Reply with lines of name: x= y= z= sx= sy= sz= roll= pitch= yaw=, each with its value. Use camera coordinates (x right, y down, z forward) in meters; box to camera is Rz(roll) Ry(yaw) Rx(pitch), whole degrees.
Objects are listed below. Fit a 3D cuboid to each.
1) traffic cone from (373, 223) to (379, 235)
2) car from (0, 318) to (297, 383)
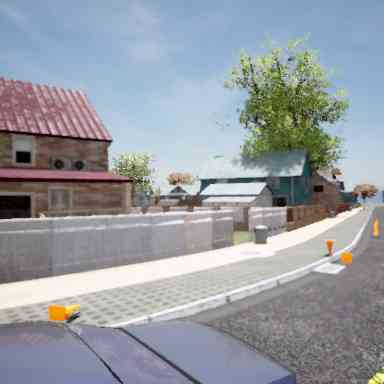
traffic cone: x=11.468 y=2.385 z=20.704 sx=0.340 sy=0.580 sz=0.340 roll=-1 pitch=-2 yaw=29
car: x=-1.624 y=1.576 z=1.521 sx=5.357 sy=1.411 sz=2.033 roll=0 pitch=-1 yaw=-37
